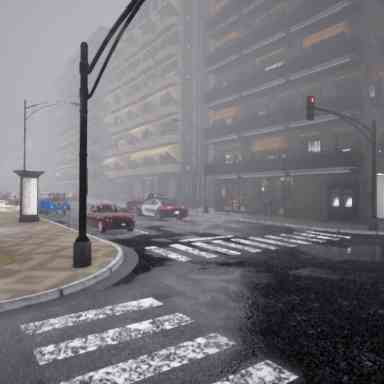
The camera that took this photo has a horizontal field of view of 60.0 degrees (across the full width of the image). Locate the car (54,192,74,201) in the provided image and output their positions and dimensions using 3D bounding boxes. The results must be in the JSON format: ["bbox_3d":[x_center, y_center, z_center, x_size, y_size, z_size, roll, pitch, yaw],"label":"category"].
[{"bbox_3d":[-21.047,0.748,54.493,1.947,1.339,4.313,2,0,-36],"label":"car"}]

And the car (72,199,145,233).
[{"bbox_3d":[-4.547,1.260,17.528,1.887,1.381,4.507,2,0,-36],"label":"car"}]

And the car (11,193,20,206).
[{"bbox_3d":[-17.846,0.909,35.833,1.887,1.381,4.507,2,0,-36],"label":"car"}]

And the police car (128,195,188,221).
[{"bbox_3d":[-2.421,1.215,24.263,2.038,1.542,4.974,1,0,-36],"label":"police car"}]

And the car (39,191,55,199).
[{"bbox_3d":[-27.796,0.529,63.784,1.752,1.417,4.829,2,0,-36],"label":"car"}]

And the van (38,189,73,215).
[{"bbox_3d":[-11.190,0.881,26.681,1.690,1.788,3.998,2,0,-36],"label":"van"}]

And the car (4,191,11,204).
[{"bbox_3d":[-21.071,0.804,40.272,1.752,1.417,4.829,2,0,-36],"label":"car"}]

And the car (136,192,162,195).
[{"bbox_3d":[-4.415,0.936,31.613,2.192,1.841,5.009,2,0,-36],"label":"car"}]

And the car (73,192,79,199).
[{"bbox_3d":[-17.718,0.710,49.918,1.967,1.590,4.097,2,0,-36],"label":"car"}]

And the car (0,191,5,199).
[{"bbox_3d":[-34.471,0.470,58.714,1.887,1.381,4.507,2,0,-36],"label":"car"}]

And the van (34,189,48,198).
[{"bbox_3d":[-31.016,0.260,68.223,1.690,1.788,3.998,2,0,-36],"label":"van"}]

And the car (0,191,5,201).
[{"bbox_3d":[-27.818,0.541,49.562,1.967,1.590,4.097,2,0,-36],"label":"car"}]
